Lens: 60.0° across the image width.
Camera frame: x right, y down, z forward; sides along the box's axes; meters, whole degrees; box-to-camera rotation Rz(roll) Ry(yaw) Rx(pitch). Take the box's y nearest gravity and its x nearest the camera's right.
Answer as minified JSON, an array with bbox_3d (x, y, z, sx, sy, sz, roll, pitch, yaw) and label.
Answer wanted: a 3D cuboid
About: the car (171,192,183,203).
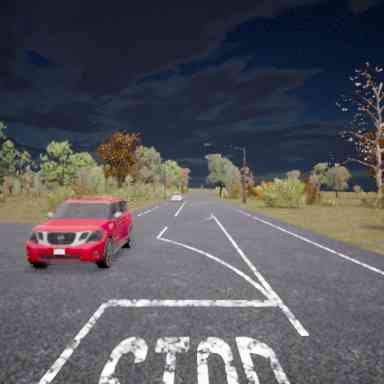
[{"bbox_3d":[-3.144,1.118,68.983,2.150,2.045,5.566,0,0,0],"label":"car"}]

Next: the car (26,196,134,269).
[{"bbox_3d":[-3.443,1.197,11.446,2.150,2.045,5.566,0,0,0],"label":"car"}]
